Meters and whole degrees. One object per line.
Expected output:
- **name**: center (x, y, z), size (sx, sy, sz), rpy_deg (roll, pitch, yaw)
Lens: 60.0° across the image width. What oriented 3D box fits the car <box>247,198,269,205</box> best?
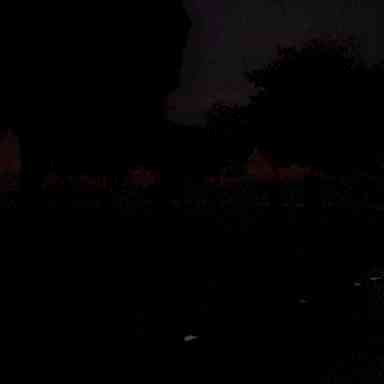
- **car**: center (13.622, 1.900, 69.498), size (2.033, 1.411, 5.357), rpy_deg (-3, 0, -29)
